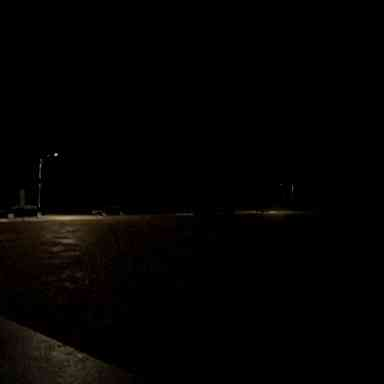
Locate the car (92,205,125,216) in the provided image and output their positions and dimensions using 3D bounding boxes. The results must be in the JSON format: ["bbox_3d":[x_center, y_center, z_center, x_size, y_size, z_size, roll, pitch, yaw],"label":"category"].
[{"bbox_3d":[-11.582,2.547,46.262,1.882,1.535,5.008,-1,-3,36],"label":"car"}]

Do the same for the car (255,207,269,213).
[{"bbox_3d":[17.190,4.378,81.783,1.895,1.301,4.718,-1,-3,35],"label":"car"}]

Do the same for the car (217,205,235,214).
[{"bbox_3d":[6.938,3.446,67.380,2.097,1.767,4.553,-1,-3,35],"label":"car"}]

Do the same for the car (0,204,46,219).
[{"bbox_3d":[-18.577,2.109,36.435,1.882,1.535,5.008,-1,-2,35],"label":"car"}]

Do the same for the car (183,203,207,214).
[{"bbox_3d":[0.656,3.080,63.315,2.150,2.045,5.566,-1,-3,36],"label":"car"}]
